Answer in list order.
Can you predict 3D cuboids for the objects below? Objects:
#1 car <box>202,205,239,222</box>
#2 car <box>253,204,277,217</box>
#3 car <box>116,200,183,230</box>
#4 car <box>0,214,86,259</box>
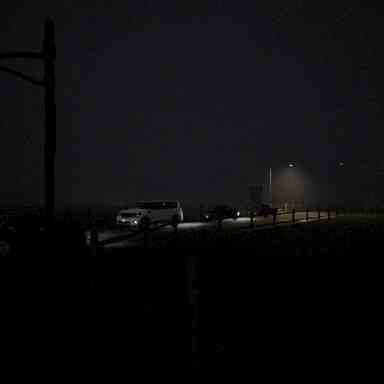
[{"bbox_3d":[2.849,2.067,32.547,2.128,1.511,4.902,0,-1,36],"label":"car"},{"bbox_3d":[8.877,2.266,40.777,2.128,1.511,4.902,0,-1,36],"label":"car"},{"bbox_3d":[-2.964,1.608,24.606,2.150,2.045,5.566,0,-1,36],"label":"car"},{"bbox_3d":[-6.593,1.662,13.372,1.837,1.490,4.892,0,-1,36],"label":"car"}]
